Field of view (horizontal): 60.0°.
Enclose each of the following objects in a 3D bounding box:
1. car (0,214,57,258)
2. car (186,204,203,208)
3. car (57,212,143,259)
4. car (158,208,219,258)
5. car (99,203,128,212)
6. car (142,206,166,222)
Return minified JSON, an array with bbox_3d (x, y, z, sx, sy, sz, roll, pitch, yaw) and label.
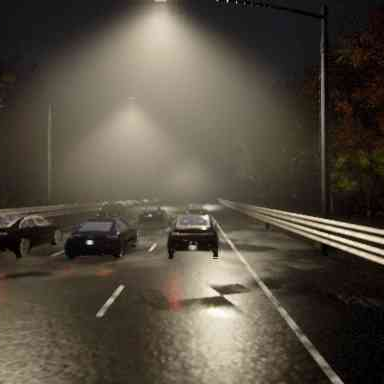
[{"bbox_3d":[-6.932,1.640,13.439,2.128,1.511,4.902,0,0,1],"label":"car"},{"bbox_3d":[0.244,1.787,28.318,2.128,1.511,4.902,0,0,1],"label":"car"},{"bbox_3d":[-3.438,1.710,13.330,1.994,1.385,4.181,0,-1,1],"label":"car"},{"bbox_3d":[0.068,1.639,13.400,2.128,1.511,4.902,0,0,1],"label":"car"},{"bbox_3d":[-6.764,1.637,28.375,1.812,1.442,4.674,-2,8,1],"label":"car"},{"bbox_3d":[-3.257,1.860,28.385,1.994,1.385,4.181,0,0,2],"label":"car"}]
